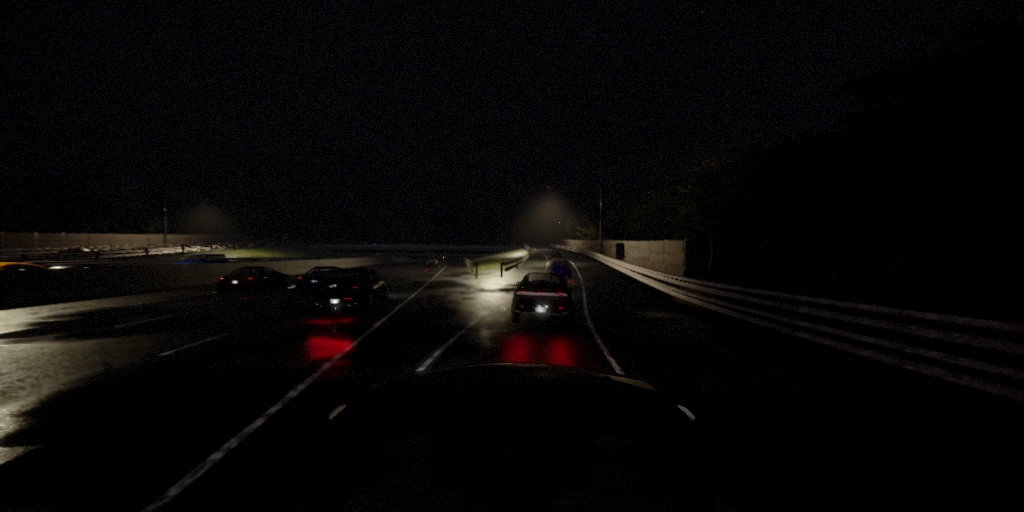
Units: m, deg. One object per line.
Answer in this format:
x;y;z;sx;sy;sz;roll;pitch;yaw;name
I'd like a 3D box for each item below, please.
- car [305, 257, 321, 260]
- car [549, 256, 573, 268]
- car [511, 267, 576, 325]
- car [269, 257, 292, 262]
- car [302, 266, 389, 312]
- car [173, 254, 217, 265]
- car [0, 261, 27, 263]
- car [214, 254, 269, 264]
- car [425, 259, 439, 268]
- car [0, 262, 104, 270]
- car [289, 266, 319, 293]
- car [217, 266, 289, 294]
-29.616;0.943;53.187;1.882;1.535;5.008;0;1;-8;car
4.338;1.094;31.889;1.882;1.535;5.008;0;2;9;car
1.139;1.304;12.309;2.128;1.511;4.902;1;0;8;car
-32.874;1.057;51.285;1.895;1.301;4.718;0;0;-8;car
-6.191;1.233;14.233;1.837;1.490;4.892;0;0;-8;car
-30.555;0.793;35.377;2.150;2.045;5.566;0;0;-8;car
-28.287;1.096;19.706;1.882;1.535;5.008;0;0;-8;car
-27.144;0.940;36.232;2.097;1.767;4.553;0;0;-8;car
-12.108;1.164;54.728;1.895;1.301;4.718;0;0;-9;car
-24.833;1.184;20.278;2.033;1.411;5.357;0;0;-8;car
-10.515;1.273;20.448;1.994;1.385;4.181;0;0;-8;car
-13.938;1.255;19.664;1.994;1.385;4.181;0;0;-8;car
